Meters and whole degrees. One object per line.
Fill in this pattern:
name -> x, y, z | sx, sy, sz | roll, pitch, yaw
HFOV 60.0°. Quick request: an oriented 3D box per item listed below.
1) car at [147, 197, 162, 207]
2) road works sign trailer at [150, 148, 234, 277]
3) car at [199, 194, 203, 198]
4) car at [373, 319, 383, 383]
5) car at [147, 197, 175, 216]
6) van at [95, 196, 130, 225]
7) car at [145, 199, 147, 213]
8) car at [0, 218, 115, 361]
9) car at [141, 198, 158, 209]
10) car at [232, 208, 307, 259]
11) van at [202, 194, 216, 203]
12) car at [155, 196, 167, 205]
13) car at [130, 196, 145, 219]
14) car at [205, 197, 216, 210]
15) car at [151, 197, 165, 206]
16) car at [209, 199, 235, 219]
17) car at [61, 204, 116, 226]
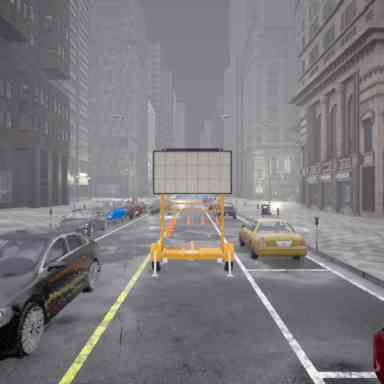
car -> -5.707, 1.550, 50.908 | 1.887, 1.381, 4.507 | 0, 0, 0
road works sign trailer -> 0.013, 0.465, 10.246 | 2.380, 3.560, 2.880 | 0, 0, 0
car -> 2.860, 1.553, 61.929 | 1.887, 1.381, 4.507 | 0, 0, 0
car -> 2.771, 1.315, 1.155 | 2.192, 1.841, 5.009 | 0, 0, 0
car -> -2.957, 1.509, 32.661 | 1.837, 1.490, 4.892 | 0, 0, 0
van -> -5.737, 1.343, 23.281 | 1.690, 1.788, 3.998 | 0, 0, 0
car -> -5.725, 1.548, 34.331 | 1.887, 1.381, 4.507 | 0, 0, 0
car -> -3.092, 1.492, 6.073 | 2.128, 1.511, 4.902 | 0, 0, 0
car -> -5.713, 1.530, 45.213 | 1.752, 1.417, 4.829 | 0, 0, 0
car -> 2.787, 1.526, 12.375 | 1.752, 1.417, 4.829 | 0, 0, 0
van -> 2.844, 1.347, 50.880 | 1.690, 1.788, 3.998 | 0, 0, 0
car -> -5.695, 1.553, 61.959 | 1.887, 1.381, 4.507 | 0, 0, 0
car -> -5.730, 1.318, 28.806 | 2.192, 1.841, 5.009 | 0, 0, 0
car -> 2.827, 1.586, 39.829 | 1.802, 1.307, 4.206 | 0, 0, 0
car -> -5.701, 1.551, 56.433 | 1.887, 1.381, 4.507 | 0, 0, 0
car -> 2.811, 1.554, 28.779 | 2.008, 1.369, 4.403 | 0, 0, 0
car -> -5.744, 1.552, 17.755 | 2.008, 1.369, 4.403 | 0, 0, 0
